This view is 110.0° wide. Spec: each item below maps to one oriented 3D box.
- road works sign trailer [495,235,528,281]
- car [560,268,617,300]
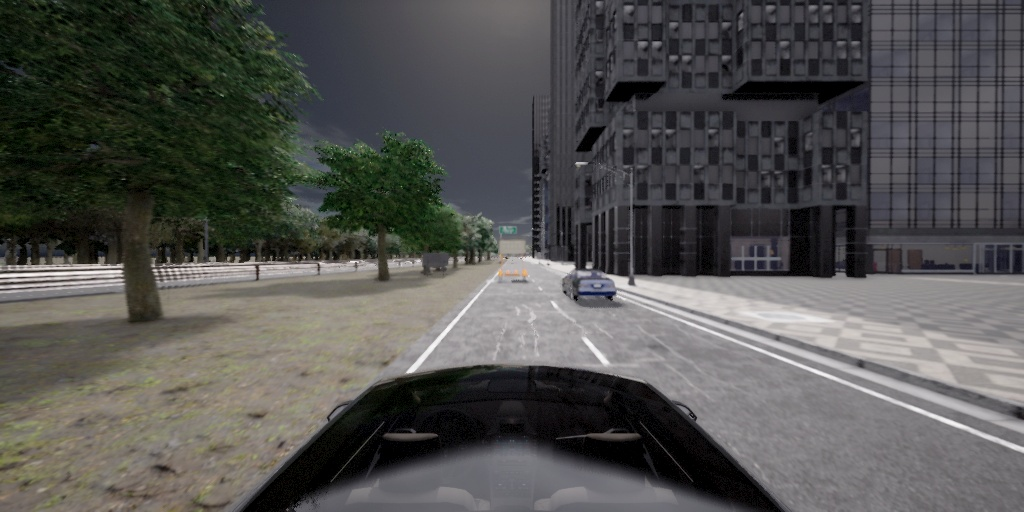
[{"bbox_3d":[0.032,0.267,30.791,2.380,3.560,2.880,0,0,0],"label":"road works sign trailer"},{"bbox_3d":[3.610,1.310,17.646,2.033,1.411,5.357,0,0,0],"label":"car"}]
